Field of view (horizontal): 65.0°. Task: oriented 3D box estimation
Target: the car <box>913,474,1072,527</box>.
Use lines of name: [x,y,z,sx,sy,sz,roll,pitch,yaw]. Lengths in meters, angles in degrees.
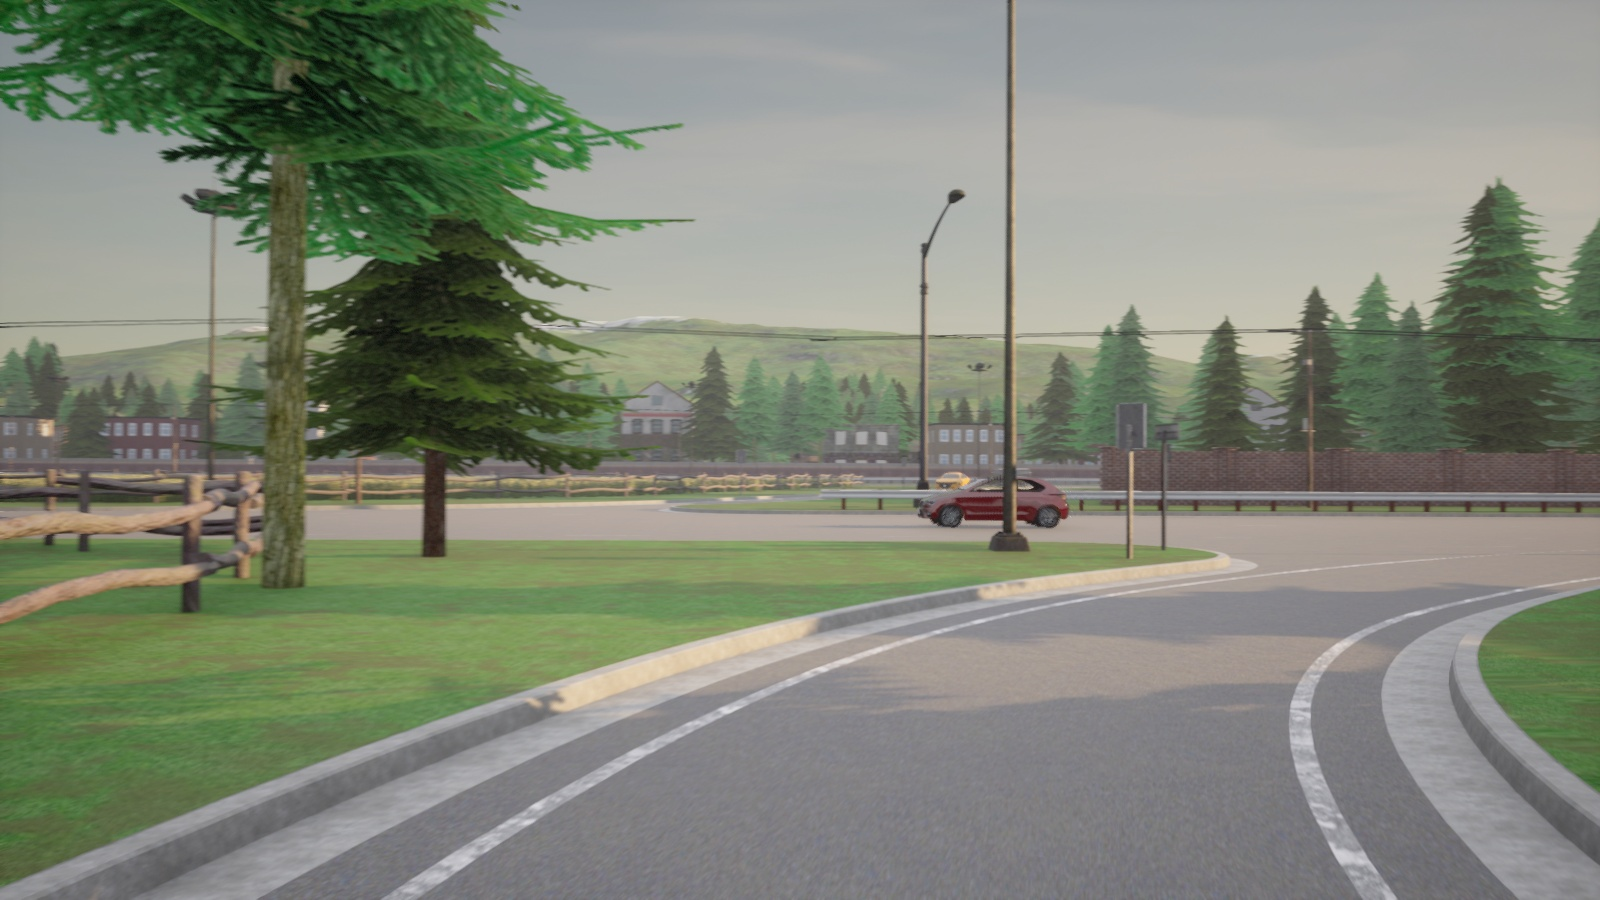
car: [5.424,1.416,35.688,4.193,1.474,1.816,0,-1,-3]
